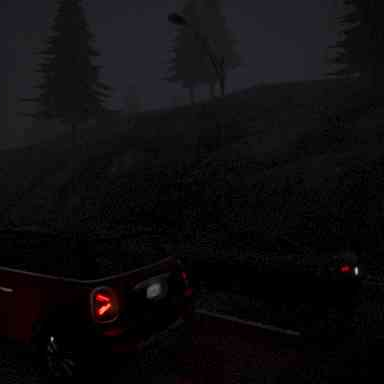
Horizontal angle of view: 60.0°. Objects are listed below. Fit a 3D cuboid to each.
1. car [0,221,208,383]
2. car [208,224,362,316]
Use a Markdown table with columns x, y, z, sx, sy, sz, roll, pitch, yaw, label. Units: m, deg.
| x | y | z | sx | sy | sz | roll | pitch | yaw | label |
| --- | --- | --- | --- | --- | --- | --- | --- | --- | --- |
| -2.295 | 1.272 | 5.354 | 4.553 | 1.767 | 2.097 | 0 | 1 | 32 | car |
| 1.324 | 1.413 | 7.193 | 4.181 | 1.385 | 1.994 | 0 | 1 | 33 | car |
